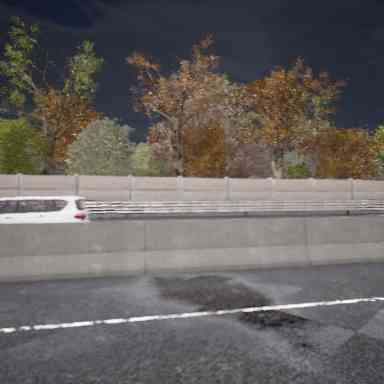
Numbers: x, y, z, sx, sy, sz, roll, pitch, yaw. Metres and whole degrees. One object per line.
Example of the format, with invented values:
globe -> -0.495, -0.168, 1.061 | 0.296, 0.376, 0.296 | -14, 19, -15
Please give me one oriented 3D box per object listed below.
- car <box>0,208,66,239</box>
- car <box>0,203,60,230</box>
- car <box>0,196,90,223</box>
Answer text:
car -> -8.942, 1.538, 16.657 | 4.718, 1.301, 1.895 | 0, 0, -13
car -> -10.519, 1.451, 19.887 | 4.674, 1.442, 1.812 | 0, 0, -13
car -> -6.996, 1.171, 13.504 | 5.566, 2.045, 2.150 | 0, 0, -13
